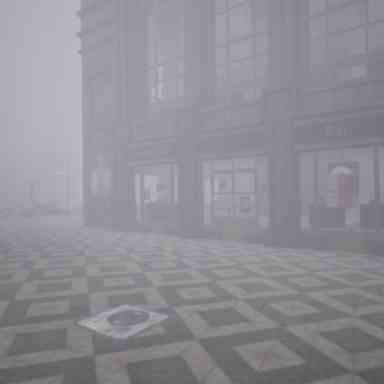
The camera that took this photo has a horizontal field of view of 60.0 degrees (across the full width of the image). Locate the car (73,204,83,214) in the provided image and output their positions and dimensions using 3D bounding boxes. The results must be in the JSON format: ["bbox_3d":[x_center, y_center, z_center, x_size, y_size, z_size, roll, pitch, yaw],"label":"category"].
[{"bbox_3d":[-10.641,1.694,36.402,1.752,1.417,4.829,-2,-1,35],"label":"car"}]

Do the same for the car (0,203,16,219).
[{"bbox_3d":[-17.282,1.673,27.004,2.008,1.369,4.403,-2,-1,35],"label":"car"}]

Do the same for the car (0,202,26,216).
[{"bbox_3d":[-20.953,1.861,36.577,2.008,1.369,4.403,-2,-1,35],"label":"car"}]

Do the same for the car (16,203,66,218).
[{"bbox_3d":[-14.010,1.709,31.635,1.947,1.339,4.313,-2,-1,35],"label":"car"}]
